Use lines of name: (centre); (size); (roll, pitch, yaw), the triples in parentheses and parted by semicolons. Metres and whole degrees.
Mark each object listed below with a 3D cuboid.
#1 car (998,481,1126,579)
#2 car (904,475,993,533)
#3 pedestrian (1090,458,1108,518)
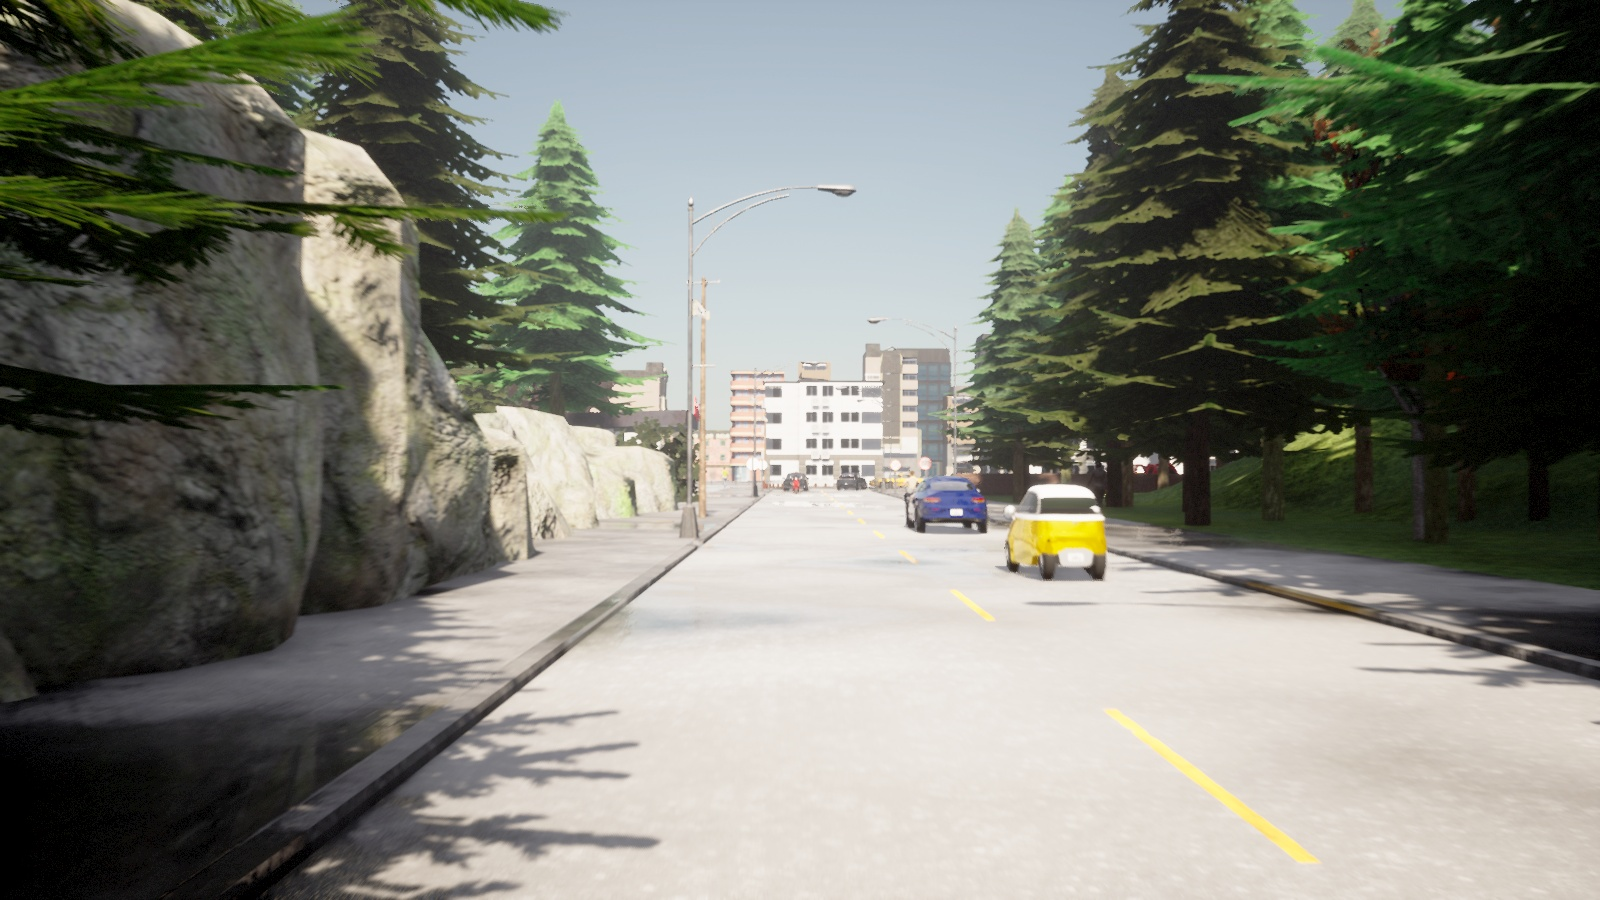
car: (3.953, 1.180, 19.193); (1.481, 1.376, 2.207); (0, 0, 0)
car: (3.918, 1.402, 33.836); (1.812, 1.442, 4.674); (0, -1, 0)
pedestrian: (9.057, 1.137, 38.040); (0.328, 1.805, 0.869); (0, -1, 1)
